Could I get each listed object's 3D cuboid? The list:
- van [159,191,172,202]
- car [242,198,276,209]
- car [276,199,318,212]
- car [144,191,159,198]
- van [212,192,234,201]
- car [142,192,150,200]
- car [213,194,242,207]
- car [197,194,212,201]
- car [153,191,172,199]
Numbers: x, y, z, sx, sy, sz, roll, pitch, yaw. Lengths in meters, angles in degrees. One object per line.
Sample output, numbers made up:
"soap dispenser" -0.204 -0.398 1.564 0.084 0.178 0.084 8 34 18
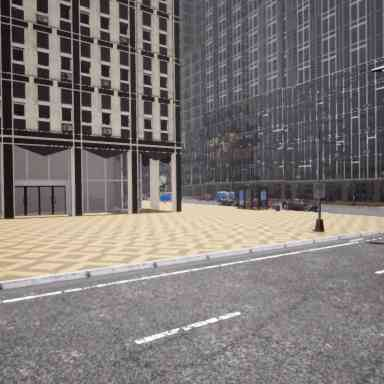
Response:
"van" -4.246 0.936 59.319 1.690 1.788 3.998 0 1 -34
"car" 8.470 1.387 40.479 1.802 1.307 4.206 -1 1 -34
"car" 11.659 1.422 35.771 1.947 1.339 4.313 -1 1 -34
"car" -10.132 0.684 82.822 1.967 1.590 4.097 0 1 -34
"van" 5.879 0.854 59.343 1.690 1.788 3.998 -1 1 -34
"car" -10.651 1.038 68.713 2.008 1.369 4.403 0 1 -34
"car" 5.316 1.318 45.207 1.947 1.339 4.313 -1 1 -34
"car" 2.678 1.042 64.042 1.802 1.307 4.206 -1 1 -34
"car" -6.930 0.613 78.126 2.192 1.841 5.009 0 1 -34
